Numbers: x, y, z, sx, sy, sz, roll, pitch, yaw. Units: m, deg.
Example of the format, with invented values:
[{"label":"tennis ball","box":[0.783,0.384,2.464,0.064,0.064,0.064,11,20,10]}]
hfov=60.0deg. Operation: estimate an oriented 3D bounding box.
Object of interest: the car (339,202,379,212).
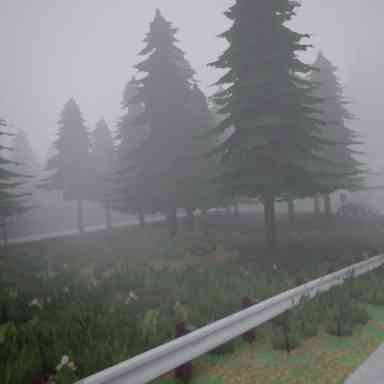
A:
[{"label":"car","box":[17.542,1.852,35.135,2.128,1.511,4.902,-4,-1,-10]}]
